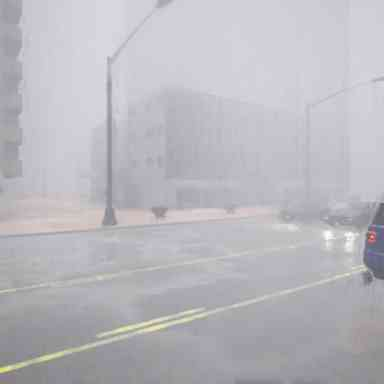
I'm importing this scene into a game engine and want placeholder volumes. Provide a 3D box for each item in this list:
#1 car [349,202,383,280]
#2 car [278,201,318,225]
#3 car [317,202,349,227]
[{"bbox_3d":[6.583,1.149,8.446,5.566,2.045,2.150,-1,1,-36],"label":"car"},{"bbox_3d":[7.727,1.340,22.406,4.181,1.385,1.994,-1,1,-35],"label":"car"},{"bbox_3d":[10.105,1.316,19.805,5.357,1.411,2.033,-1,1,-35],"label":"car"}]
